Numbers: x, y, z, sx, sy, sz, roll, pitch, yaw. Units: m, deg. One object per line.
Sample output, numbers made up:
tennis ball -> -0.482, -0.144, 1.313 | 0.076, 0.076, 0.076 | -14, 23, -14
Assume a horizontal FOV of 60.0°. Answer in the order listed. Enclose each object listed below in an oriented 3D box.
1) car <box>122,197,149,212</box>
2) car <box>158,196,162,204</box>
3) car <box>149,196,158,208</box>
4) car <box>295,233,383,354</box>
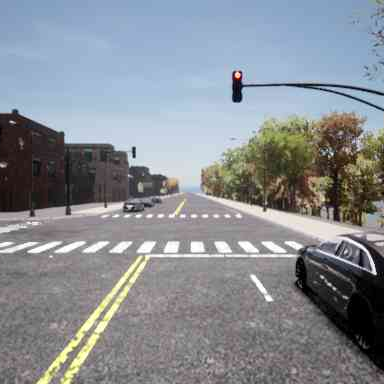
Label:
car -> -6.654, 1.464, 38.260 | 2.128, 1.511, 4.902 | 0, 0, 2
car -> -6.733, 1.521, 63.082 | 1.994, 1.385, 4.181 | 0, 0, 0
car -> -6.709, 1.512, 49.151 | 2.033, 1.411, 5.357 | 0, 0, 0
car -> 3.334, 1.487, 6.058 | 2.128, 1.511, 4.902 | 0, 0, 2
